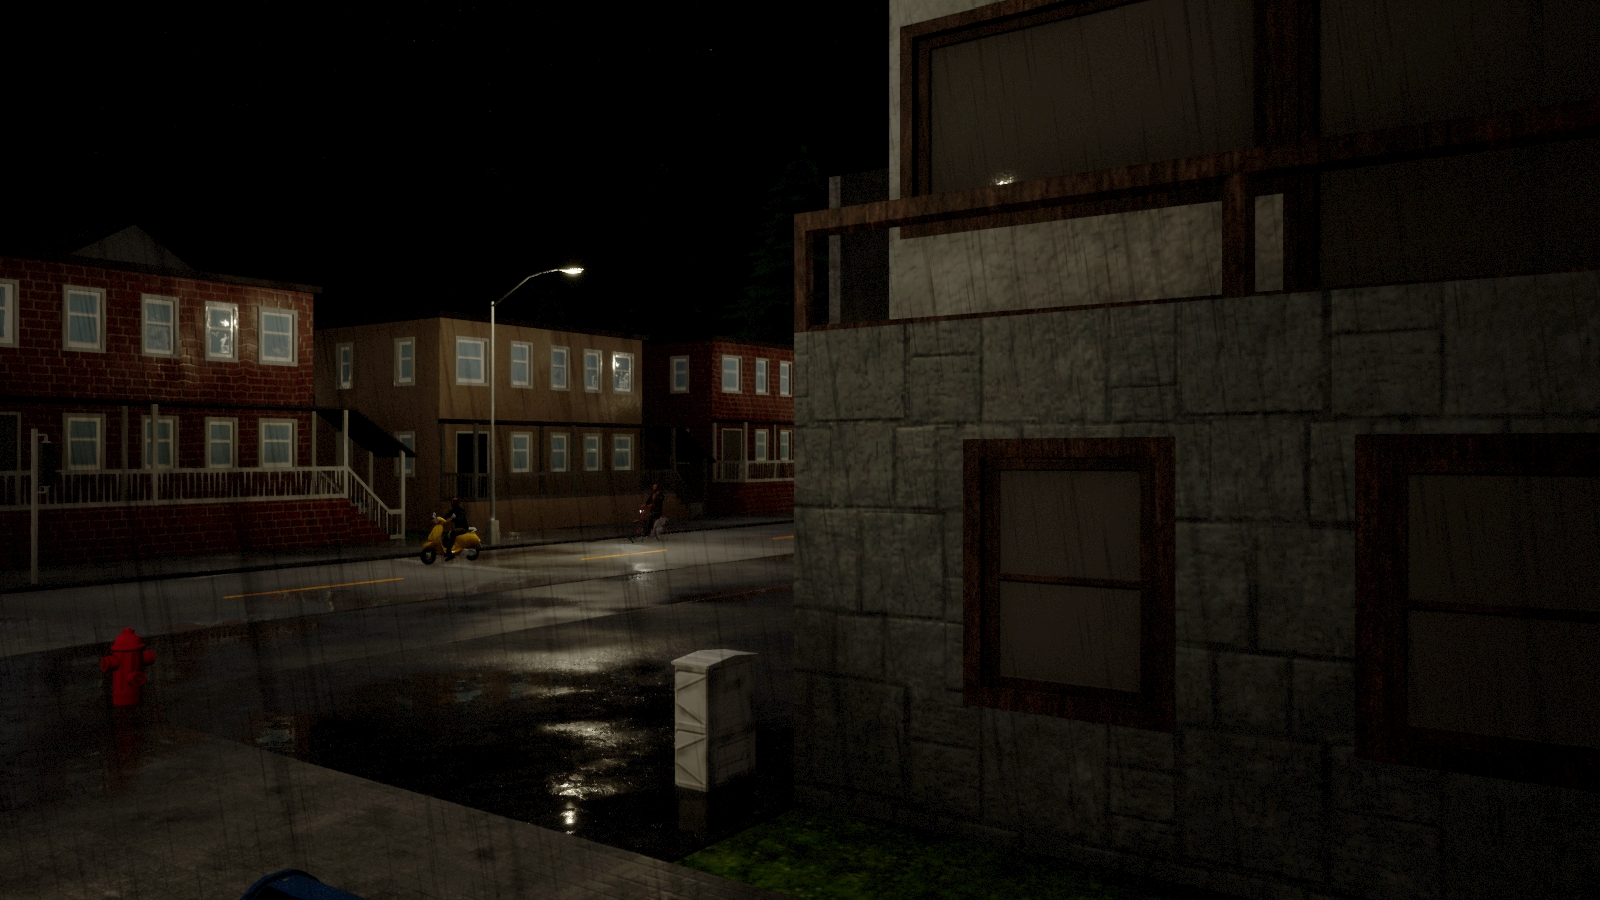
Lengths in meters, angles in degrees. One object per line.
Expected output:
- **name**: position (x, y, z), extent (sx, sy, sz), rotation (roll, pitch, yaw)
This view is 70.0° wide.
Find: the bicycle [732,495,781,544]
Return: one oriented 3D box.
- **bicycle**: position (-1.198, 1.932, 31.916), extent (0.329, 1.271, 1.835), rotation (0, 0, 35)
